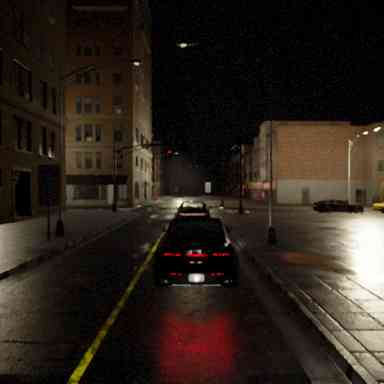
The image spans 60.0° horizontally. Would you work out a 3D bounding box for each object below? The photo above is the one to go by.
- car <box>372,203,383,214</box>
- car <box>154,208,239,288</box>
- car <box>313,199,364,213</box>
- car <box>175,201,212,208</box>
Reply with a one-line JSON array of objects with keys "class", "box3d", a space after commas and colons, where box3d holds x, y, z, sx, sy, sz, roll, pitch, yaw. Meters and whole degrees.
[{"class": "car", "box3d": [19.004, 1.291, 30.155, 4.829, 1.417, 1.752, 0, 0, 0]}, {"class": "car", "box3d": [0.096, 1.383, 8.838, 1.837, 1.490, 4.892, 0, 1, 0]}, {"class": "car", "box3d": [13.211, 1.286, 30.140, 4.313, 1.339, 1.947, 0, 0, 0]}, {"class": "car", "box3d": [0.084, 1.242, 18.257, 2.128, 1.511, 4.902, 0, 1, 2]}]
